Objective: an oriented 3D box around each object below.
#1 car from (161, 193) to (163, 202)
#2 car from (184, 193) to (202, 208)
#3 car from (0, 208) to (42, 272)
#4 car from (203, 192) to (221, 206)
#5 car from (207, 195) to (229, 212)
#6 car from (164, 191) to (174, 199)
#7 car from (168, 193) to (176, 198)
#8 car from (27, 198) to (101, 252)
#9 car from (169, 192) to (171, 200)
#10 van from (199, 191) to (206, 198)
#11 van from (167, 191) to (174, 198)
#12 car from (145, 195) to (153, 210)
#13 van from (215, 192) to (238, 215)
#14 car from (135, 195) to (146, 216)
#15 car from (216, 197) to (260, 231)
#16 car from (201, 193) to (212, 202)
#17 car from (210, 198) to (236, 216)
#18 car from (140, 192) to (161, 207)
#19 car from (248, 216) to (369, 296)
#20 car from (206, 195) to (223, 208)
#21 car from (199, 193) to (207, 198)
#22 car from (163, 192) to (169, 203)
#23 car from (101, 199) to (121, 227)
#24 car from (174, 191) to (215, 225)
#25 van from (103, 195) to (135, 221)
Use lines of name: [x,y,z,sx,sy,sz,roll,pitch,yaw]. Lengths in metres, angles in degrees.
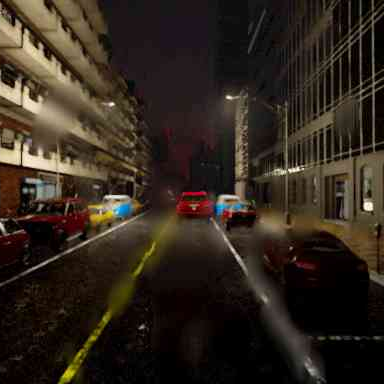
car: [-5.594,1.160,46.773,1.752,1.417,4.829,1,0,0]
car: [0.143,1.028,41.355,2.097,1.767,4.553,0,0,0]
car: [-5.665,1.377,8.118,1.967,1.590,4.097,1,0,0]
car: [2.758,0.948,47.025,2.192,1.841,5.009,1,0,0]
car: [2.744,1.161,35.931,1.967,1.590,4.097,1,0,0]
car: [-5.561,0.729,74.674,2.192,1.841,5.009,1,0,0]
car: [-5.550,0.863,91.317,1.802,1.307,4.206,1,0,0]
car: [-5.660,1.210,13.663,2.192,1.841,5.009,1,0,0]
car: [-5.578,1.084,63.584,1.802,1.307,4.206,1,0,0]
van: [2.803,0.621,91.407,1.690,1.788,3.998,1,0,0]
van: [-5.550,0.666,85.767,1.690,1.788,3.998,1,0,0]
car: [-5.606,1.303,35.850,1.802,1.307,4.206,1,0,0]
van: [2.735,1.149,24.835,1.690,1.788,3.998,1,0,0]
car: [-5.611,1.291,30.134,1.752,1.417,4.829,1,0,0]
car: [2.727,1.291,19.288,1.967,1.590,4.097,1,0,0]
car: [2.772,0.942,63.669,1.967,1.590,4.097,1,0,0]
car: [2.736,1.330,30.384,1.947,1.339,4.313,1,0,0]
car: [-5.595,0.992,41.395,2.192,1.841,5.009,1,0,0]
car: [2.713,1.519,8.193,1.802,1.307,4.206,1,0,0]
car: [2.748,1.201,41.650,1.752,1.417,4.829,1,0,0]
car: [2.792,0.907,85.861,1.802,1.307,4.206,1,0,0]
car: [-5.583,1.112,58.037,1.947,1.339,4.313,1,0,0]
car: [-5.665,1.378,19.040,1.752,1.417,4.829,1,0,0]
car: [0.128,1.047,22.557,2.150,2.045,5.566,0,0,0]
van: [-5.620,1.149,24.756,1.690,1.788,3.998,1,0,0]
